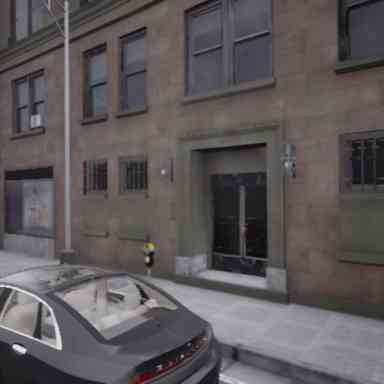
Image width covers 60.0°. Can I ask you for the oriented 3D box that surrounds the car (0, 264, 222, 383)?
[{"bbox_3d":[-1.757,1.587,4.061,4.403,1.369,2.008,-1,0,35],"label":"car"}]
